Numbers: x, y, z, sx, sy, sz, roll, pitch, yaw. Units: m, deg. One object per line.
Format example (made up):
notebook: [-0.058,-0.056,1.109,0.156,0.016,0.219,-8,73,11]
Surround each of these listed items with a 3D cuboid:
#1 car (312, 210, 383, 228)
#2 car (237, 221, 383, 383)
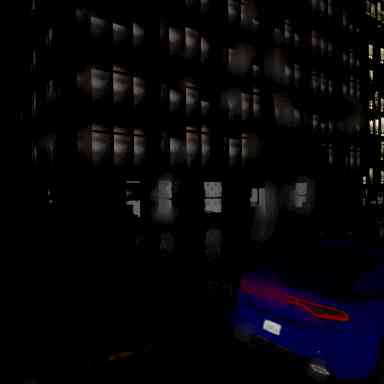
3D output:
car: [7.474,1.542,15.764,4.507,1.381,1.887,0,-1,-35]
car: [2.975,1.476,5.435,5.008,1.535,1.882,0,0,-35]
